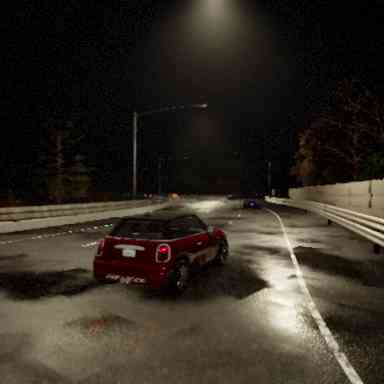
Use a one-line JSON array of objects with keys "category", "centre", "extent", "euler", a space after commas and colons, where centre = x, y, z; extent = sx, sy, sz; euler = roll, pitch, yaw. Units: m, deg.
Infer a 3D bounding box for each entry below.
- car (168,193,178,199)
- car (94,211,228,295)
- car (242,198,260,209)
[{"category": "car", "centre": [-5.377, 1.045, 89.731], "extent": [2.097, 1.767, 4.553], "euler": [1, 0, -20]}, {"category": "car", "centre": [-0.540, 1.320, 9.032], "extent": [2.097, 1.767, 4.553], "euler": [1, 0, 22]}, {"category": "car", "centre": [7.820, 1.528, 44.355], "extent": [1.994, 1.385, 4.181], "euler": [1, 0, 4]}]
